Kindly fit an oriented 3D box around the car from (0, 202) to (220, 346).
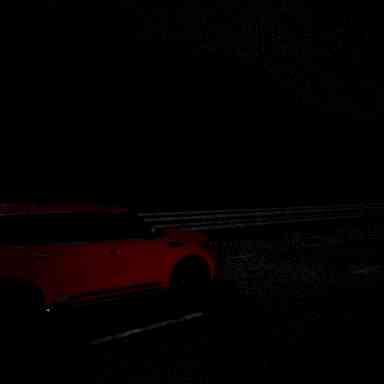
[{"bbox_3d":[-2.032,1.223,6.597,5.566,2.045,2.150,0,0,-35],"label":"car"}]
